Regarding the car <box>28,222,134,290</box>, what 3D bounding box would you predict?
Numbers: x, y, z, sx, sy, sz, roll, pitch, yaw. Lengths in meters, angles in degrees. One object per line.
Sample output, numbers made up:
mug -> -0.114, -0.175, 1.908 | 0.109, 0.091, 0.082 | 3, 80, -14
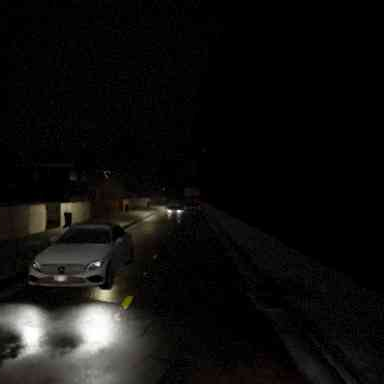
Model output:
car -> -2.842, 1.628, 9.530 | 1.812, 1.442, 4.674 | 0, -1, 0

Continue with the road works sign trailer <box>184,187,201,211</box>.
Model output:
road works sign trailer -> 0.049, 0.996, 48.548 | 2.380, 3.560, 2.880 | 0, -1, 0

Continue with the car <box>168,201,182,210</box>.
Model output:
car -> -2.758, 2.112, 53.370 | 1.812, 1.442, 4.674 | 0, -1, 0
